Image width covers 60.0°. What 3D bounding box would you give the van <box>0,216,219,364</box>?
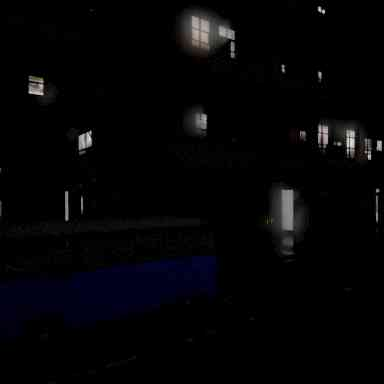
[{"bbox_3d":[-1.416,1.341,5.555,3.998,1.788,1.690,0,0,-35],"label":"van"}]
